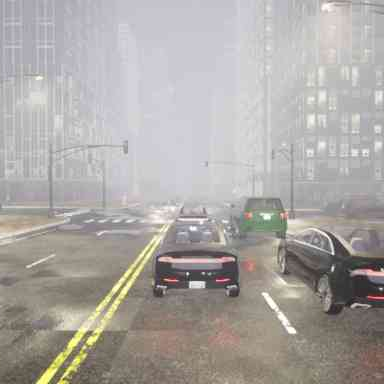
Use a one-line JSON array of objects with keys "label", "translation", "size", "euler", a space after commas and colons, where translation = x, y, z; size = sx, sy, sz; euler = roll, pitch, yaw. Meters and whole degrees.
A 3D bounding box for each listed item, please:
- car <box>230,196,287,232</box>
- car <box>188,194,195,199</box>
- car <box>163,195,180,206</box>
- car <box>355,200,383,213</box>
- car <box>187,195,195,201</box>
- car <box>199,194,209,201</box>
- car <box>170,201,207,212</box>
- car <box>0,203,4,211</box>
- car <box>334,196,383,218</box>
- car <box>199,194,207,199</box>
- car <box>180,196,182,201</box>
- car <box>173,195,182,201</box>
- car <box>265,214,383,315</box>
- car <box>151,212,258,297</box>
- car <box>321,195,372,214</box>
[{"label": "car", "translation": [3.302, 1.212, 17.360], "size": [2.150, 2.045, 5.566], "euler": [0, 0, 0]}, {"label": "car", "translation": [-0.247, 1.333, 91.325], "size": [1.895, 1.301, 4.718], "euler": [0, 0, 0]}, {"label": "car", "translation": [-3.482, 1.452, 52.601], "size": [2.128, 1.511, 4.902], "euler": [0, 0, 0]}, {"label": "car", "translation": [21.705, 1.641, 38.433], "size": [4.829, 1.417, 1.752], "euler": [1, 0, 1]}, {"label": "car", "translation": [-0.218, 1.454, 80.878], "size": [2.033, 1.411, 5.357], "euler": [0, 0, 0]}, {"label": "car", "translation": [3.031, 1.510, 81.331], "size": [1.895, 1.301, 4.718], "euler": [0, 0, 0]}, {"label": "car", "translation": [0.051, 1.482, 17.712], "size": [2.128, 1.511, 4.902], "euler": [0, 0, 0]}, {"label": "car", "translation": [-21.405, 1.177, 33.242], "size": [4.553, 1.767, 2.097], "euler": [1, 1, 1]}, {"label": "car", "translation": [16.119, 1.518, 30.131], "size": [5.009, 1.841, 2.192], "euler": [1, 0, 1]}, {"label": "car", "translation": [3.004, 1.291, 91.303], "size": [1.994, 1.385, 4.181], "euler": [0, 0, 0]}, {"label": "car", "translation": [-3.447, 1.504, 67.730], "size": [1.994, 1.385, 4.181], "euler": [0, 0, 0]}, {"label": "car", "translation": [-3.473, 1.467, 82.307], "size": [1.994, 1.385, 4.181], "euler": [0, 0, 0]}, {"label": "car", "translation": [3.327, 1.488, 7.518], "size": [2.128, 1.511, 4.902], "euler": [0, 0, 0]}, {"label": "car", "translation": [0.077, 1.487, 8.527], "size": [2.128, 1.511, 4.902], "euler": [0, 0, 0]}, {"label": "car", "translation": [16.891, 1.333, 35.900], "size": [5.566, 2.045, 2.150], "euler": [0, 1, 1]}]
